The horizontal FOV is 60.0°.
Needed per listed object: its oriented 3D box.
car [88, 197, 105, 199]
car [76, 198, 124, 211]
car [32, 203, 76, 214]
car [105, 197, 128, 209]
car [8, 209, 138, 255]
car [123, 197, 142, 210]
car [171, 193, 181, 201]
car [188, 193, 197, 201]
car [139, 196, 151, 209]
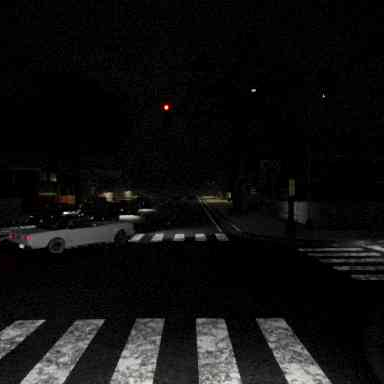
[{"bbox_3d":[-9.853,1.286,33.789,2.097,1.767,4.553,0,0,0],"label":"car"},{"bbox_3d":[-6.603,1.469,24.484,1.837,1.490,4.892,0,0,0],"label":"car"},{"bbox_3d":[-9.855,1.512,24.405,2.033,1.411,5.357,0,0,0],"label":"car"},{"bbox_3d":[-9.847,1.432,43.836,1.895,1.301,4.718,0,1,0],"label":"car"},{"bbox_3d":[-4.669,1.632,13.632,1.895,1.301,4.718,0,1,41],"label":"car"},{"bbox_3d":[-6.601,1.500,33.381,1.994,1.385,4.181,0,0,0],"label":"car"},{"bbox_3d":[-3.160,0.939,67.773,2.128,1.511,4.902,0,1,0],"label":"car"},{"bbox_3d":[0.093,0.936,67.084,1.882,1.535,5.008,0,1,0],"label":"car"},{"bbox_3d":[-6.595,1.337,43.785,1.837,1.490,4.892,0,1,0],"label":"car"}]
